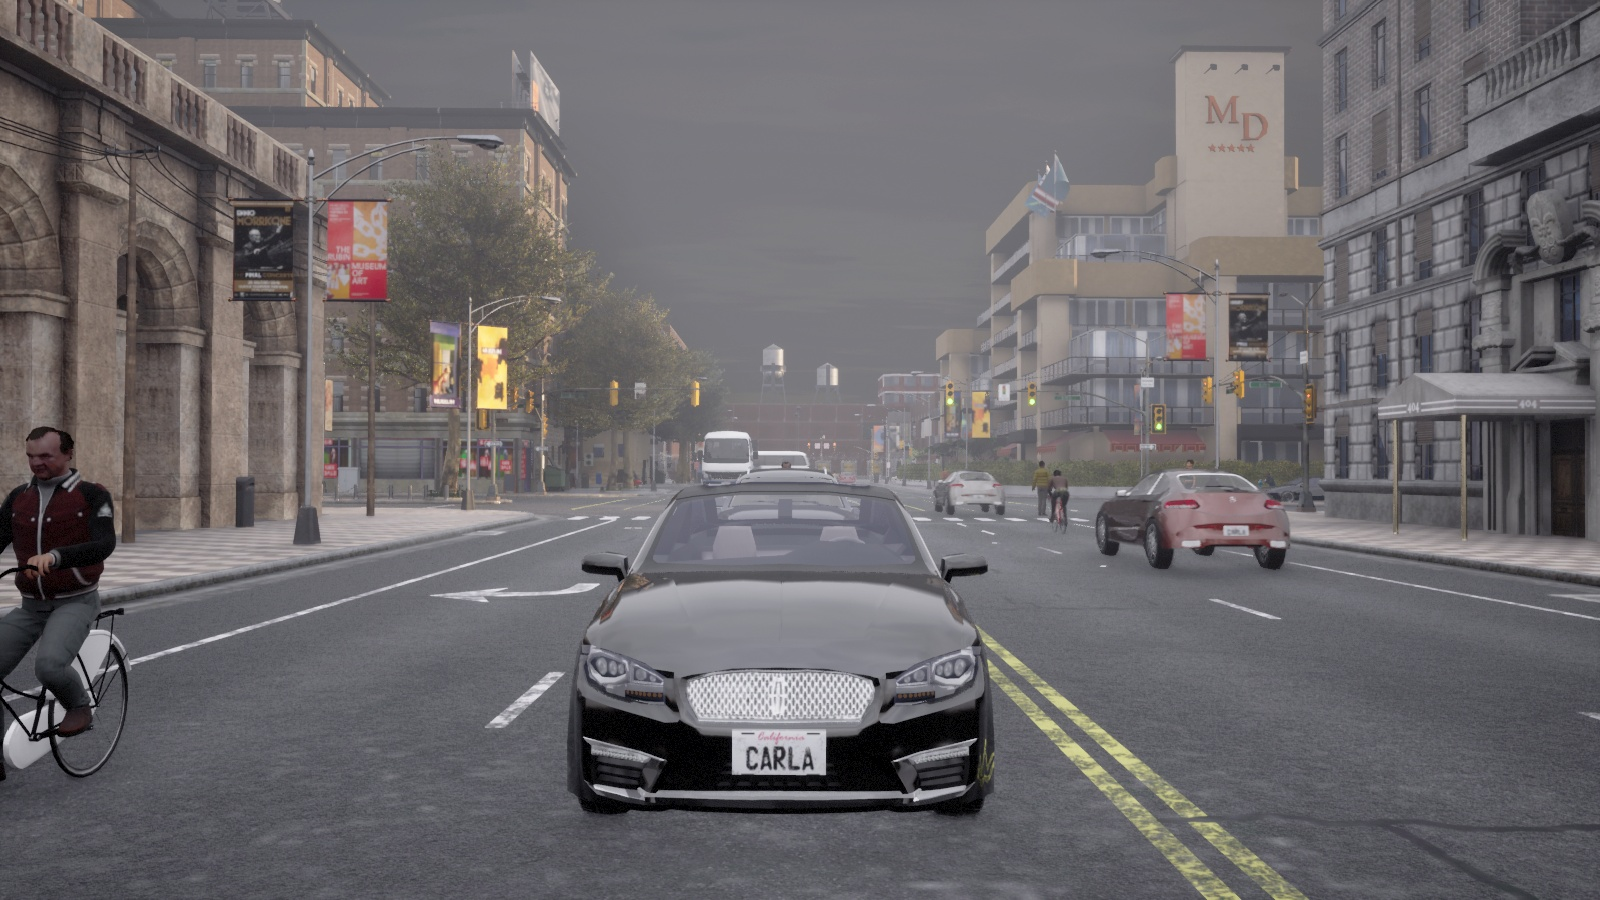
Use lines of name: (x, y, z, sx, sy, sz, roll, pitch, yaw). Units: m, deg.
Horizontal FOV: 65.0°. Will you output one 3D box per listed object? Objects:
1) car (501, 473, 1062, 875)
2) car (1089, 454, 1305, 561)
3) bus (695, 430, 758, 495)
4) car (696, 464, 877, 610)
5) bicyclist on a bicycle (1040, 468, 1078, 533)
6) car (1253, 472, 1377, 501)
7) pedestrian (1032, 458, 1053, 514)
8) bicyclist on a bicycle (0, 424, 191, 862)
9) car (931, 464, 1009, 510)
car: (-0.075, 0.892, 7.228, 2.128, 1.511, 4.902, 0, -1, 0)
car: (6.781, 0.937, 22.127, 2.152, 1.651, 5.027, 0, -1, -1)
bus: (-4.931, 0.914, 86.961, 3.944, 4.253, 10.273, 0, -1, -1)
car: (-0.165, 1.024, 16.622, 2.033, 1.649, 4.856, 0, -1, 0)
bicyclist on a bicycle: (6.606, 1.279, 32.078, 0.582, 1.620, 1.656, 0, -1, -1)
car: (25.783, 1.814, 63.007, 5.357, 1.411, 2.033, 0, -1, -1)
pedestrian: (8.035, 1.191, 41.583, 0.431, 1.840, 0.709, -1, -1, 35)
bicyclist on a bicycle: (-3.575, 0.796, 5.776, 0.659, 1.776, 1.843, 0, -1, 0)
car: (6.320, 1.359, 47.217, 2.152, 1.651, 5.027, 0, -1, -1)
